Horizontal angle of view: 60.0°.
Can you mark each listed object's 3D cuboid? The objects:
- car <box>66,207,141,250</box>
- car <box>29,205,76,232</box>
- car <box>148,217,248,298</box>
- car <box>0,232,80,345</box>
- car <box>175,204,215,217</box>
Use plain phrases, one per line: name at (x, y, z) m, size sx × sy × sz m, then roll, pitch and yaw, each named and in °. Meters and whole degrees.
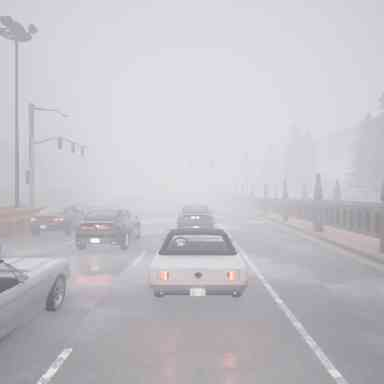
car at (-3.338, 1.411, 13.908) m, size 1.837 × 1.490 × 4.892 m, roll 0°, pitch 0°, yaw 0°
car at (-6.843, 1.405, 17.537) m, size 1.812 × 1.442 × 4.674 m, roll 0°, pitch 0°, yaw -1°
car at (0.131, 1.549, 8.371) m, size 1.895 × 1.301 × 4.718 m, roll 0°, pitch 0°, yaw 0°
car at (-3.385, 1.576, 4.682) m, size 1.895 × 1.301 × 4.718 m, roll 0°, pitch 0°, yaw 0°
car at (0.186, 1.384, 17.631) m, size 1.837 × 1.490 × 4.892 m, roll 0°, pitch 0°, yaw 0°
